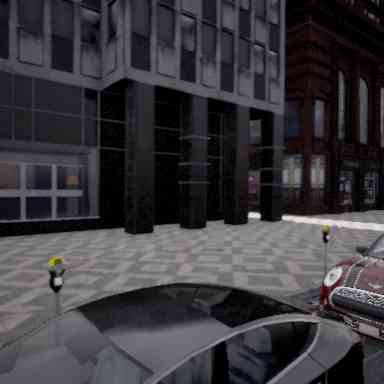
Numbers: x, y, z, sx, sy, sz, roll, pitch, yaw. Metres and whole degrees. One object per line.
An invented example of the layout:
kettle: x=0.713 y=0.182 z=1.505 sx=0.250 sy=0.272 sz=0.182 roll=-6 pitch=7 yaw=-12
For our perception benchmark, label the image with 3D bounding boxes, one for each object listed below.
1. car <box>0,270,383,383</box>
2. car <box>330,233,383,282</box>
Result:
car: x=-0.424 y=1.519 z=2.350 sx=4.313 sy=1.339 sz=1.947 roll=0 pitch=1 yaw=-38
car: x=4.023 y=1.372 z=5.813 sx=4.097 sy=1.590 sz=1.967 roll=0 pitch=1 yaw=-38
